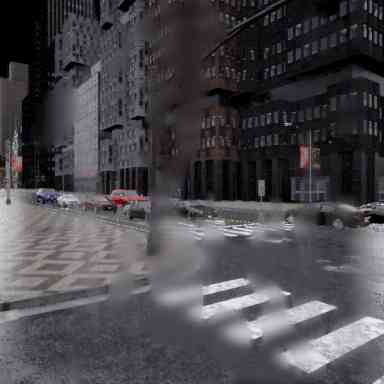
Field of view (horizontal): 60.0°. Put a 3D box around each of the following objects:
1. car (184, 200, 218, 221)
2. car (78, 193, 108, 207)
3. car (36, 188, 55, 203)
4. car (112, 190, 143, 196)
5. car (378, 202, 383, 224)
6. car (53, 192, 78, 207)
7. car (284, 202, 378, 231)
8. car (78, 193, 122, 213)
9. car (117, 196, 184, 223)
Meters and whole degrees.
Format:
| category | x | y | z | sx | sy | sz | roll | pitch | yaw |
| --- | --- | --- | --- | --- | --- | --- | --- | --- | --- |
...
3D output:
| category | x | y | z | sx | sy | sz | roll | pitch | yaw |
| --- | --- | --- | --- | --- | --- | --- | --- | --- | --- |
| car | -0.427 | 1.280 | 25.067 | 2.033 | 1.411 | 5.357 | 0 | 1 | -39 |
| car | -12.500 | 0.929 | 41.767 | 2.128 | 1.511 | 4.902 | 0 | 1 | -36 |
| car | -20.646 | 0.521 | 47.531 | 2.150 | 2.045 | 5.566 | 0 | 1 | -36 |
| car | -6.383 | 0.810 | 33.327 | 2.150 | 2.045 | 5.566 | 0 | 1 | -36 |
| car | 11.360 | 1.367 | 20.301 | 2.128 | 1.511 | 4.902 | 0 | 1 | -36 |
| car | -14.429 | 0.985 | 38.867 | 1.812 | 1.442 | 4.674 | 0 | 1 | -35 |
| car | 7.805 | 1.335 | 19.667 | 1.882 | 1.535 | 5.008 | 0 | 1 | -36 |
| car | -8.631 | 1.080 | 30.892 | 1.882 | 1.535 | 5.008 | 0 | 1 | -36 |
| car | -3.031 | 1.284 | 23.209 | 2.033 | 1.411 | 5.357 | 0 | 1 | -35 |
